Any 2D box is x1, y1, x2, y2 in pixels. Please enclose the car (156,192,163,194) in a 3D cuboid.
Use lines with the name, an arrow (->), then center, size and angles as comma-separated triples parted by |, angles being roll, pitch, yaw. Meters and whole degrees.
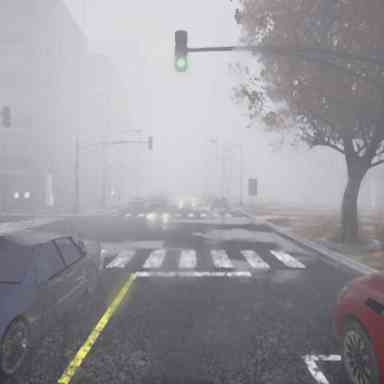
car -> -5.572, 1.000, 45.427 | 2.008, 1.369, 4.403 | 0, 1, 0

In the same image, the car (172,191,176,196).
car -> -5.487, 0.516, 78.620 | 1.967, 1.590, 4.097 | 0, 1, 0

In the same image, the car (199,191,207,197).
car -> 2.922, 0.508, 89.664 | 2.008, 1.369, 4.403 | 0, 1, 0

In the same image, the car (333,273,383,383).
car -> 2.697, 1.289, 1.952 | 2.192, 1.841, 5.009 | 0, 1, 0

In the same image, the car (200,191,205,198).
car -> 2.851, 0.843, 62.002 | 1.802, 1.307, 4.206 | 0, 1, 0

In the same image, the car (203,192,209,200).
car -> 2.808, 0.973, 45.575 | 1.752, 1.417, 4.829 | 0, 1, 0

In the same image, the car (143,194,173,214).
car -> -2.922, 1.193, 30.377 | 1.994, 1.385, 4.181 | 0, 1, 0

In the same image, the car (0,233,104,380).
car -> -2.986, 1.475, 5.628 | 2.033, 1.411, 5.357 | 0, 1, 0

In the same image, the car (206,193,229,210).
car -> 2.780, 1.123, 34.340 | 1.887, 1.381, 4.507 | 0, 1, 0

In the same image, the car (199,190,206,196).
car -> 2.936, 0.339, 95.194 | 1.967, 1.590, 4.097 | 0, 1, 0

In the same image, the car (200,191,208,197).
car -> 2.907, 0.561, 84.132 | 1.887, 1.381, 4.507 | 0, 1, 0

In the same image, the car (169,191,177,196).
car -> -5.445, 0.449, 95.217 | 2.008, 1.369, 4.403 | 0, 1, 0

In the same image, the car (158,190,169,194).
car -> -5.544, 0.764, 56.490 | 1.967, 1.590, 4.097 | 0, 1, 0

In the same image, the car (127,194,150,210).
car -> -5.601, 1.129, 34.362 | 2.008, 1.369, 4.403 | 0, 1, 0

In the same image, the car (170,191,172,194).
car -> -5.515, 0.781, 67.556 | 1.802, 1.307, 4.206 | 0, 1, 0
